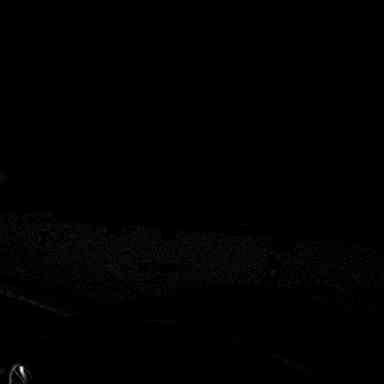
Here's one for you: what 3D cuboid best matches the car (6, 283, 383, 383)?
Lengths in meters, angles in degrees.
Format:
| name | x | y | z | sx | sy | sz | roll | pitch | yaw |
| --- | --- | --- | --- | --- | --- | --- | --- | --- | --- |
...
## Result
| name | x | y | z | sx | sy | sz | roll | pitch | yaw |
| --- | --- | --- | --- | --- | --- | --- | --- | --- | --- |
| car | 0.062 | 1.570 | 3.034 | 4.313 | 1.339 | 1.947 | 0 | 0 | 35 |
